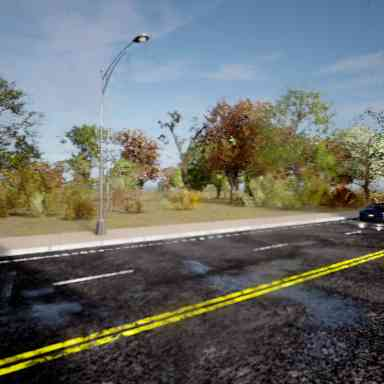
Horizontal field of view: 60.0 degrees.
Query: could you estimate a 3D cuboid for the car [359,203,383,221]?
[{"bbox_3d":[14.343,1.520,25.198,4.181,1.385,1.994,0,1,-42],"label":"car"}]
